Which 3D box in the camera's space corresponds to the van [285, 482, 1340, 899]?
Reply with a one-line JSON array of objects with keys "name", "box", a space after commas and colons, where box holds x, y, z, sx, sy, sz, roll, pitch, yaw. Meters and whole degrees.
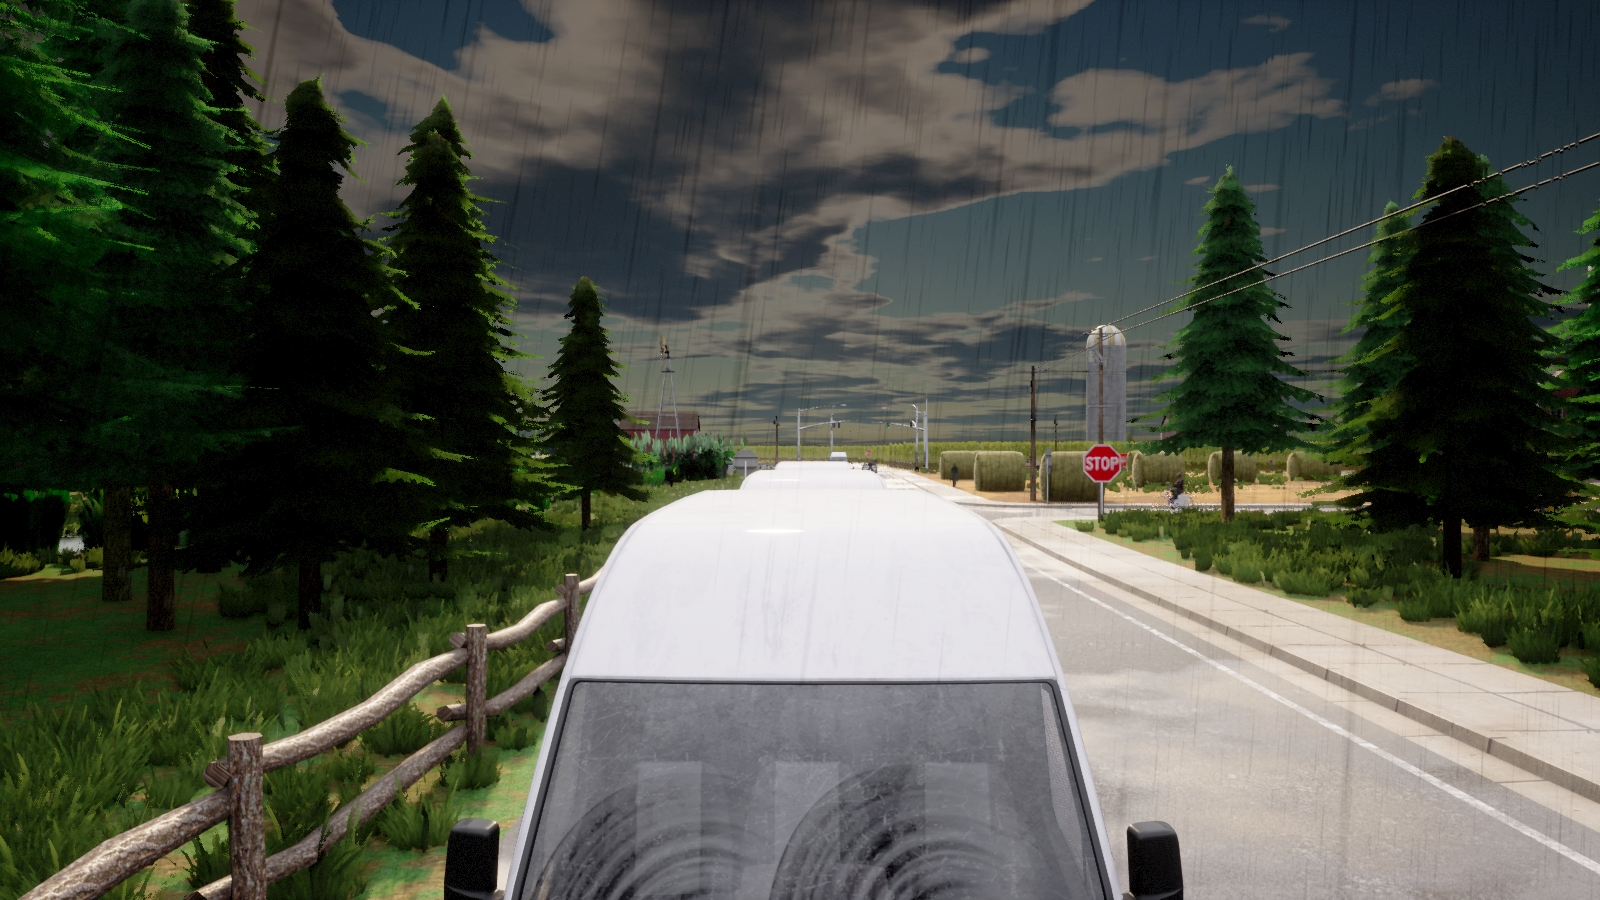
[{"name": "van", "box": [0.056, 1.508, 5.110, 1.988, 2.561, 5.915, 0, 0, 1]}]
